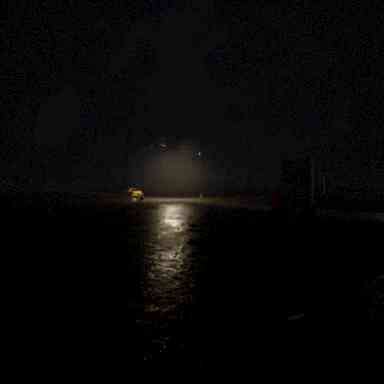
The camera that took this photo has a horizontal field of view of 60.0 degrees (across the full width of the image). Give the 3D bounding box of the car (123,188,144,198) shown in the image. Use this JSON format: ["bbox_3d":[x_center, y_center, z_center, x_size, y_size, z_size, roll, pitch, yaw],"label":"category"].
[{"bbox_3d":[-9.884,0.115,56.002,1.882,1.535,5.008,-1,2,-35],"label":"car"}]
